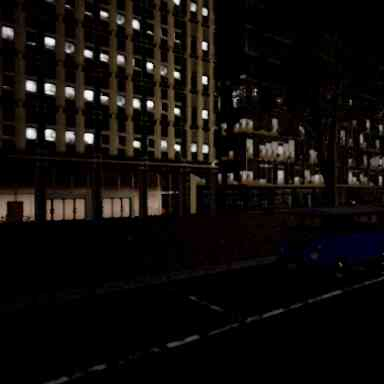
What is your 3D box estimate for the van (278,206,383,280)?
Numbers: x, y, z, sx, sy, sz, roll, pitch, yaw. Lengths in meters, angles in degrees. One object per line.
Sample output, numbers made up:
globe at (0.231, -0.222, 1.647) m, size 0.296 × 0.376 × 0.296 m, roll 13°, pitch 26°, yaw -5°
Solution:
van at (4.229, 1.324, 9.574) m, size 3.998 × 1.788 × 1.690 m, roll 0°, pitch 0°, yaw -35°
